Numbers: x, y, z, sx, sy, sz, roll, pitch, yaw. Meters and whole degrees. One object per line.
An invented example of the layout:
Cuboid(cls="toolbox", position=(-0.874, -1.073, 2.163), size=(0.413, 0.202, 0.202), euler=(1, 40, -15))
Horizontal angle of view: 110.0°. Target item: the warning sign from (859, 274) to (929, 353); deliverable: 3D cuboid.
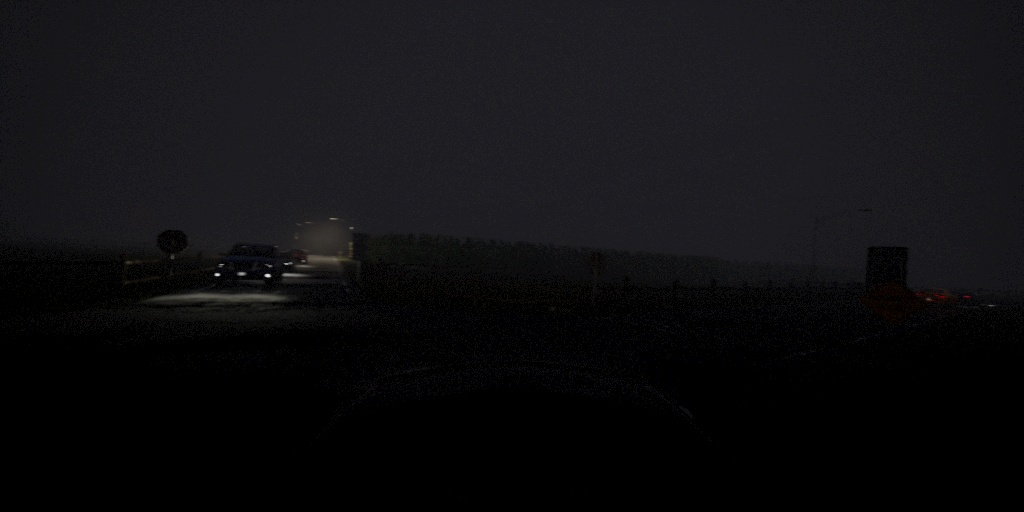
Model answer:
Cuboid(cls="warning sign", position=(10.161, 1.521, 9.647), size=(1.060, 1.860, 1.300), euler=(0, 0, -33))

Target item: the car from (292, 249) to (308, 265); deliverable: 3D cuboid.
Cuboid(cls="car", position=(-24.116, 0.037, 40.139), size=(2.097, 1.767, 4.553), euler=(3, -1, -27))

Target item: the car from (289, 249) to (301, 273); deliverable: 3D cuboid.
Cuboid(cls="car", position=(-17.964, 0.446, 27.919), size=(1.837, 1.490, 4.892), euler=(3, -1, -27))

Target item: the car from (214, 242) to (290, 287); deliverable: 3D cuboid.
Cuboid(cls="car", position=(-12.978, 0.368, 18.088), size=(2.150, 2.045, 5.566), euler=(3, -1, -27))

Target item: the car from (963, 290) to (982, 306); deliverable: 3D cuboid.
Cuboid(cls="car", position=(43.643, 4.001, 34.865), size=(4.181, 1.385, 1.994), euler=(3, 0, -28))

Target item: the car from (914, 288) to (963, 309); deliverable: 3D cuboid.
Cuboid(cls="car", position=(34.802, 3.379, 29.439), size=(5.008, 1.535, 1.882), euler=(3, 0, -32))
